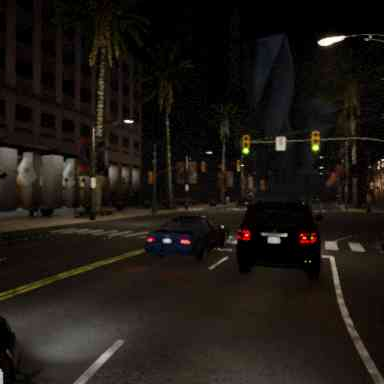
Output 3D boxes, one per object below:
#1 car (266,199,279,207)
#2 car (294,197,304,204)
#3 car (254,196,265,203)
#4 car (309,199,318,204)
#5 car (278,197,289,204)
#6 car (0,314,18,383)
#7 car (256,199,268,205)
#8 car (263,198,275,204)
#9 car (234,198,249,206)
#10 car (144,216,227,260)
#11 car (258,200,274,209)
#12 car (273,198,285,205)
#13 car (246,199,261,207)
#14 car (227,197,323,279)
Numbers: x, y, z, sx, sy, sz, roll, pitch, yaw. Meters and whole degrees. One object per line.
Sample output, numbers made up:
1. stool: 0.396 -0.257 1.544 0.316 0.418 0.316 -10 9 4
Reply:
1. car: 15.599 2.040 63.995 1.812 1.442 4.674 0 0 21
2. car: 26.783 2.059 83.336 2.097 1.767 4.553 0 0 20
3. car: 18.165 2.052 89.134 2.185 1.767 4.553 0 0 20
4. car: 30.015 2.307 81.990 1.895 1.301 4.718 0 0 20
5. car: 22.800 2.028 82.679 2.097 1.767 4.553 0 0 21
6. car: -3.004 1.504 1.760 1.837 1.490 4.892 0 0 6
7. car: 15.472 2.173 73.403 1.895 1.301 4.718 0 0 21
8. car: 19.232 2.183 83.148 2.128 1.511 4.902 0 0 21
9. car: 10.244 2.031 68.682 2.161 1.482 4.786 0 0 20
10. car: 0.032 1.637 13.033 2.033 1.411 5.357 0 0 19
11. car: 12.466 2.008 55.993 1.994 1.385 4.181 0 0 21
12. car: 19.154 2.135 73.227 2.033 1.411 5.357 0 0 21
13. car: 11.900 2.022 64.133 1.812 1.442 4.674 0 0 21
14. car: 2.923 1.308 10.654 2.150 2.045 5.566 0 -1 20
